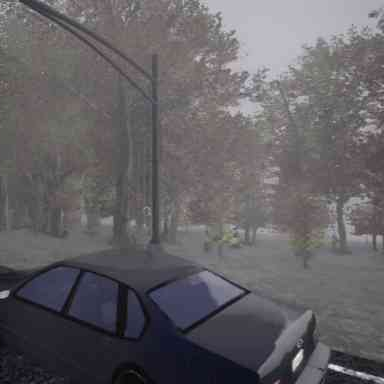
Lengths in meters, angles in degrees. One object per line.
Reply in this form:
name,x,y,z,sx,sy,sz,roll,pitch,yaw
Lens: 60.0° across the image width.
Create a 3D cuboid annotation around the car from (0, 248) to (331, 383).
car,-1.074,1.534,4.515,5.357,1.411,2.033,1,3,36
